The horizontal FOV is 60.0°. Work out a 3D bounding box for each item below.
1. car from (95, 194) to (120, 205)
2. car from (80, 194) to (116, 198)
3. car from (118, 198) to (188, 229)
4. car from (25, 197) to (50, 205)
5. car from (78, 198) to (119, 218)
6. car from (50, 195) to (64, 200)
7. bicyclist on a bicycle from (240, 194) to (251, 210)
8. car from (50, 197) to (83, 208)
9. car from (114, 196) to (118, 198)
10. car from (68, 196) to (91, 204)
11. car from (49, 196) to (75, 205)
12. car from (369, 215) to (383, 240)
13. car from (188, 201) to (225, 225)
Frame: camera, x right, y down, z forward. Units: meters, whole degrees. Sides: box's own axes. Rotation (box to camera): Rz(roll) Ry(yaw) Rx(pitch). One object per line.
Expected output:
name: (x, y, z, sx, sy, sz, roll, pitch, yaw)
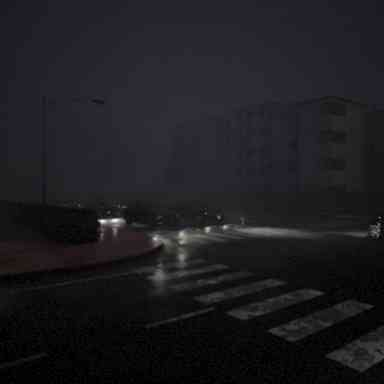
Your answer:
car: (-13.686, 1.166, 53.954, 2.097, 1.767, 4.553, -1, 0, -41)
car: (-11.081, 1.228, 38.894, 2.097, 1.767, 4.553, -1, 0, -36)
car: (-2.636, 1.385, 21.128, 1.882, 1.535, 5.008, -1, 0, -36)
car: (-23.045, 1.491, 48.919, 4.181, 1.385, 1.994, 0, 0, 45)
car: (-7.871, 1.471, 28.444, 1.994, 1.385, 4.181, -1, 0, -35)
car: (-20.593, 1.232, 51.412, 4.553, 1.767, 2.097, 0, 0, 45)
bicyclist on a bicycle: (5.547, 1.075, 34.576, 1.656, 1.620, 0.582, -1, 1, -36)
car: (-13.783, 1.508, 36.687, 1.895, 1.301, 4.718, -1, 0, -36)
car: (-5.205, 1.380, 30.729, 1.837, 1.490, 4.892, -1, 0, -36)
car: (-20.438, 1.393, 60.572, 4.181, 1.385, 1.994, 0, 0, 38)
car: (-22.651, 1.461, 57.853, 4.718, 1.301, 1.895, 0, 0, 34)
car: (8.905, 1.369, 13.157, 1.837, 1.490, 4.892, 1, 1, 2)
car: (0.238, 1.367, 23.211, 2.128, 1.511, 4.902, -1, 0, -37)
